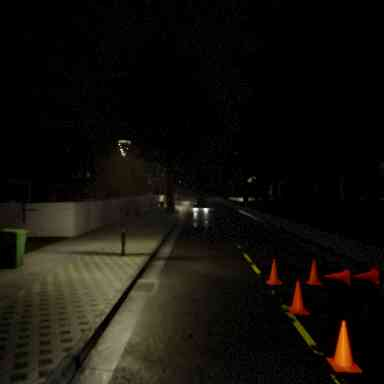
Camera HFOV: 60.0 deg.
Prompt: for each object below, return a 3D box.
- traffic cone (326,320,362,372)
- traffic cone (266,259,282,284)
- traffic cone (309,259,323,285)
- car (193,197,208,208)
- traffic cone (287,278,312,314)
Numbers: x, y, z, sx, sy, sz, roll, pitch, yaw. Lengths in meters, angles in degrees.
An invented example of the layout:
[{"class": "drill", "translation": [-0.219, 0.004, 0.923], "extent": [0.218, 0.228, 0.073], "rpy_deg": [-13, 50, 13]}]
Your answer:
[{"class": "traffic cone", "translation": [1.987, 1.978, 4.363], "extent": [0.340, 0.580, 0.340], "rpy_deg": [1, 0, 1]}, {"class": "traffic cone", "translation": [2.063, 1.980, 8.362], "extent": [0.340, 0.580, 0.340], "rpy_deg": [1, 0, 1]}, {"class": "traffic cone", "translation": [3.063, 1.990, 8.343], "extent": [0.340, 0.580, 0.340], "rpy_deg": [1, 0, 1]}, {"class": "car", "translation": [1.243, 1.544, 48.022], "extent": [1.837, 1.490, 4.892], "rpy_deg": [1, 0, 1]}, {"class": "traffic cone", "translation": [2.025, 1.979, 6.362], "extent": [0.340, 0.580, 0.340], "rpy_deg": [1, 0, 1]}]
